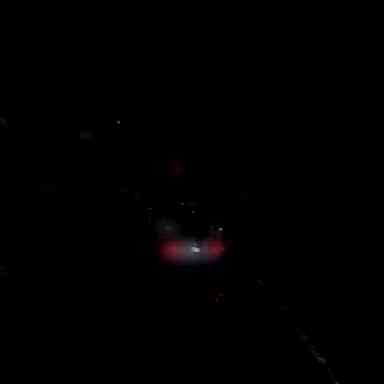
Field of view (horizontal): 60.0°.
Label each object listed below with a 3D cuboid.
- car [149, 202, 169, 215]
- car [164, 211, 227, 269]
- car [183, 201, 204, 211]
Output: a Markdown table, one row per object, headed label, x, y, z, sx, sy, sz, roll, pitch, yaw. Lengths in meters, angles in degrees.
| label | x | y | z | sx | sy | sz | roll | pitch | yaw |
| --- | --- | --- | --- | --- | --- | --- | --- | --- | --- |
| car | -3.576 | 1.778 | 36.727 | 1.895 | 1.301 | 4.718 | 0 | 0 | 0 |
| car | 0.091 | 1.606 | 11.317 | 2.033 | 1.411 | 5.357 | 0 | 0 | 0 |
| car | 0.111 | 1.634 | 32.231 | 1.882 | 1.535 | 5.008 | 0 | 0 | 0 |
